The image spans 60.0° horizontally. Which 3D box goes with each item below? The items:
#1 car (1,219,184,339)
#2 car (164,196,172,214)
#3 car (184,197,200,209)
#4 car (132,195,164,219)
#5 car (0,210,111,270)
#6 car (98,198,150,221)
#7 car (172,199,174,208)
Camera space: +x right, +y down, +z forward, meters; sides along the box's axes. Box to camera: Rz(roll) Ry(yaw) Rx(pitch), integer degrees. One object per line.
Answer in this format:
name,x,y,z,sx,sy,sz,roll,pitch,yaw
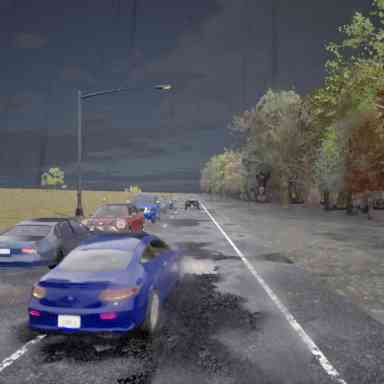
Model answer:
car,-1.330,1.526,6.657,1.812,1.442,4.674,0,0,7
car,-3.622,1.351,35.244,2.097,1.767,4.553,0,0,0
car,0.024,1.500,44.326,1.837,1.490,4.892,0,0,0
car,-3.625,1.223,25.239,2.150,2.045,5.566,0,0,-1
car,-4.591,1.549,10.947,2.033,1.411,5.357,0,0,4
car,-3.626,1.354,15.761,2.097,1.767,4.553,0,0,4
car,-3.630,1.347,45.250,2.097,1.767,4.553,0,0,0
